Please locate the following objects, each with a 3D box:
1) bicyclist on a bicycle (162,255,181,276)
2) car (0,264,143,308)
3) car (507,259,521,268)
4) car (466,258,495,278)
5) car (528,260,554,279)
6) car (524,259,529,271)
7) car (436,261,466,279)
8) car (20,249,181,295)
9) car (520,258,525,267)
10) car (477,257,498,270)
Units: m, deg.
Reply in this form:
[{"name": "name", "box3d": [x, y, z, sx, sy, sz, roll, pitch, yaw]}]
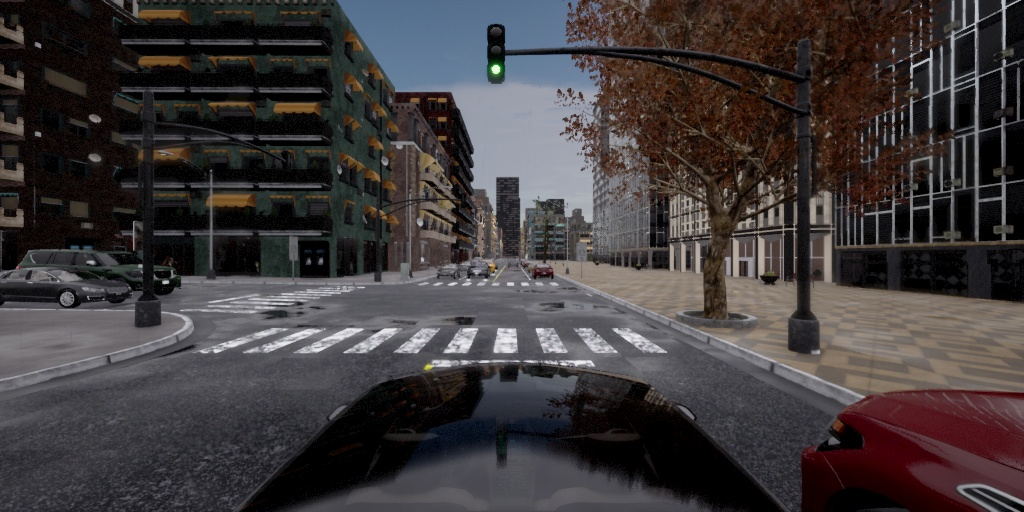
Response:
[{"name": "bicyclist on a bicycle", "box3d": [-23.133, 0.761, 24.218, 0.582, 1.620, 1.656, 1, 0, 0]}, {"name": "car", "box3d": [-16.417, 1.091, 12.947, 4.403, 1.370, 2.007, 0, 0, 0]}, {"name": "car", "box3d": [0.199, 1.290, 63.479, 2.128, 1.511, 4.902, 0, 0, 0]}, {"name": "car", "box3d": [-3.043, 1.255, 33.632, 2.128, 1.511, 4.902, 0, 0, 1]}, {"name": "car", "box3d": [2.739, 1.307, 32.333, 1.888, 1.381, 4.507, 0, 0, 0]}, {"name": "car", "box3d": [2.757, 1.298, 43.568, 1.751, 1.417, 4.829, 0, 0, 0]}, {"name": "car", "box3d": [-5.641, 1.313, 32.346, 2.007, 1.370, 4.403, 0, 0, 0]}, {"name": "car", "box3d": [-17.766, 0.747, 15.531, 5.566, 2.045, 2.150, 1, 0, 0]}, {"name": "car", "box3d": [2.783, 1.375, 59.995, 1.802, 1.307, 4.207, 0, 0, 0]}, {"name": "car", "box3d": [-3.036, 1.250, 43.006, 1.882, 1.535, 5.008, 0, 0, 0]}]
